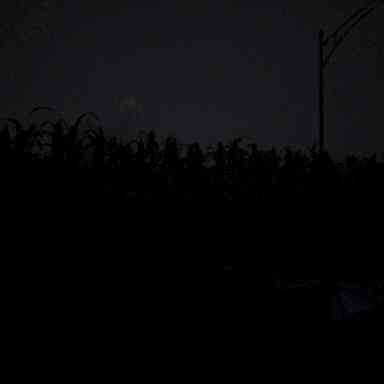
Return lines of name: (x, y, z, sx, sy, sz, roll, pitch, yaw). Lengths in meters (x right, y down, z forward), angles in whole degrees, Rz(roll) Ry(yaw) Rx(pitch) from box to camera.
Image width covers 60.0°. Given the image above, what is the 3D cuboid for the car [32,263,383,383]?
car: (0.606, 1.547, 3.465, 4.181, 1.385, 1.994, 0, 0, -35)
